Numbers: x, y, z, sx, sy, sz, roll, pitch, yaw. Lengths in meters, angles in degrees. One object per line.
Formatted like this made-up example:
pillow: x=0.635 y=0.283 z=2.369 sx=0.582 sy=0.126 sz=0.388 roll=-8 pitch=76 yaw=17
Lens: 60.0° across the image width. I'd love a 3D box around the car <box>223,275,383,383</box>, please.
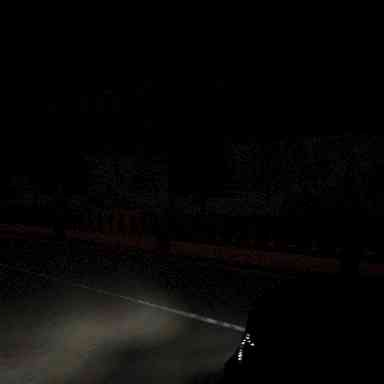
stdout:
car: x=2.911 y=1.223 z=1.903 sx=5.566 sy=2.045 sz=2.150 roll=0 pitch=0 yaw=36
